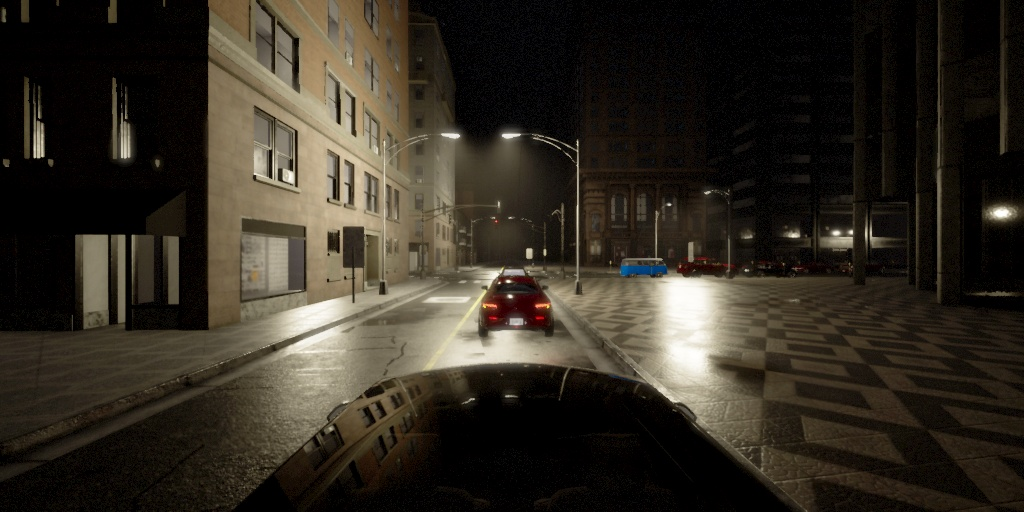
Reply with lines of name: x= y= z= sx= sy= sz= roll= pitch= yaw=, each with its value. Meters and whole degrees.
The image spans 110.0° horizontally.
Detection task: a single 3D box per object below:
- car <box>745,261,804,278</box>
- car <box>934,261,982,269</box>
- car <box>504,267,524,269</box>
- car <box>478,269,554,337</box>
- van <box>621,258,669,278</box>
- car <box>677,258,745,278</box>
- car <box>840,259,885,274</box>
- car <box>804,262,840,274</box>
car: x=23.022 y=1.325 z=32.129 sx=4.313 sy=1.339 sz=1.948 roll=0 pitch=0 yaw=-1
car: x=39.940 y=1.190 z=32.379 sx=4.097 sy=1.591 sz=1.967 roll=0 pitch=0 yaw=-1
car: x=0.110 y=1.302 z=20.020 sx=1.994 sy=1.385 sz=4.181 roll=0 pitch=0 yaw=0
car: x=0.095 y=1.271 z=10.148 sx=1.812 sy=1.442 sz=4.674 roll=0 pitch=0 yaw=0
van: x=11.742 y=1.105 z=31.962 sx=3.998 sy=1.789 sz=1.690 roll=0 pitch=0 yaw=-1
car: x=17.383 y=1.078 z=32.046 sx=5.009 sy=1.841 sz=2.192 roll=0 pitch=0 yaw=-1
car: x=39.838 y=1.185 z=40.904 sx=4.097 sy=1.591 sz=1.967 roll=0 pitch=0 yaw=-1
car: x=34.199 y=1.330 z=40.821 sx=4.207 sy=1.307 sz=1.802 roll=0 pitch=0 yaw=-1
